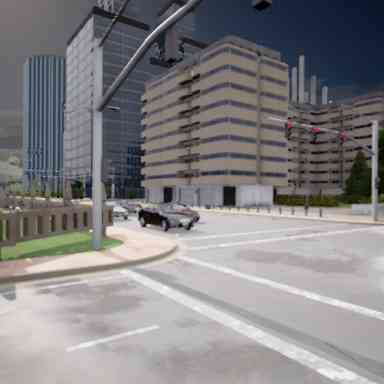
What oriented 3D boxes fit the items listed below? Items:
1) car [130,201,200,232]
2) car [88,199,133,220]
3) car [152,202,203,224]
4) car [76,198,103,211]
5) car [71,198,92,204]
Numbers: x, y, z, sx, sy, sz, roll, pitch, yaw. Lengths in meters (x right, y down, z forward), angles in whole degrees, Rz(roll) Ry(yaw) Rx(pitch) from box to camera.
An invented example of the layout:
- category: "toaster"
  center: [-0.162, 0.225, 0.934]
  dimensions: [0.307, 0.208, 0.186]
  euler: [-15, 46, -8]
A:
- category: "car"
  center: [-1.735, 1.564, 20.957]
  dimensions: [2.128, 1.511, 4.902]
  euler: [0, 0, -34]
- category: "car"
  center: [-7.075, 1.599, 28.527]
  dimensions: [1.812, 1.442, 4.674]
  euler: [0, 0, -35]
- category: "car"
  center: [-1.255, 1.623, 26.423]
  dimensions: [1.812, 1.442, 4.674]
  euler: [0, 0, -36]
- category: "car"
  center: [-13.507, 1.575, 43.632]
  dimensions: [1.882, 1.535, 5.008]
  euler: [0, 0, -35]
- category: "car"
  center: [-13.100, 1.621, 36.998]
  dimensions: [2.033, 1.411, 5.357]
  euler: [0, 0, -35]
